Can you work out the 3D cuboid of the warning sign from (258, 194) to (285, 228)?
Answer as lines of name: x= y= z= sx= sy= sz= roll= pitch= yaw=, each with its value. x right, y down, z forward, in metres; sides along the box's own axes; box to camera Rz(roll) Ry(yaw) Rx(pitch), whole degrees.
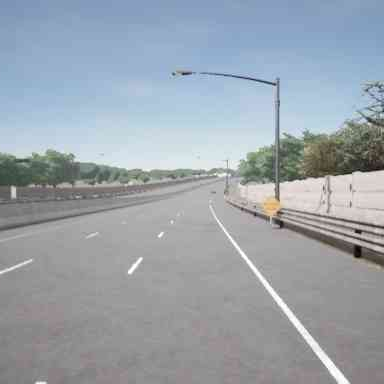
warning sign: x=4.766 y=1.127 z=19.960 sx=1.300 sy=1.860 sz=1.060 roll=2 pitch=2 yaw=1
